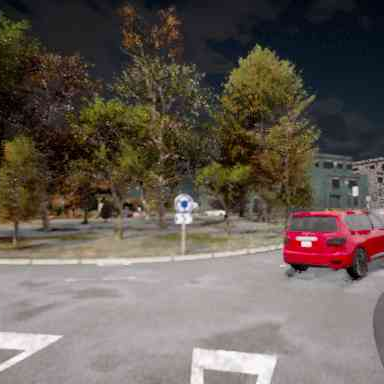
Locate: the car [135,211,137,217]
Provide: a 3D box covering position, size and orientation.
[{"bbox_3d":[-18.539,6.060,90.594,5.566,2.045,2.435,1,-5,-20],"label":"car"}]

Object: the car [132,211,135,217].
[{"bbox_3d":[-18.609,5.824,87.602,5.566,2.045,2.435,1,-5,-20],"label":"car"}]

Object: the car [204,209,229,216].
[{"bbox_3d":[4.427,3.839,61.139,4.674,1.442,1.812,-1,-5,24],"label":"car"}]

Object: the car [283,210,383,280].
[{"bbox_3d":[5.387,1.647,11.595,5.566,2.045,2.150,0,-5,-42],"label":"car"}]

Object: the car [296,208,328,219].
[{"bbox_3d":[17.167,3.083,47.709,1.994,1.385,4.181,3,-4,-24],"label":"car"}]

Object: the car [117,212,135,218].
[{"bbox_3d":[-18.565,6.417,93.521,4.553,1.767,2.185,1,-5,-19],"label":"car"}]

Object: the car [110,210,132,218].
[{"bbox_3d":[-18.585,5.843,84.631,4.892,1.521,2.231,1,-5,-20],"label":"car"}]
